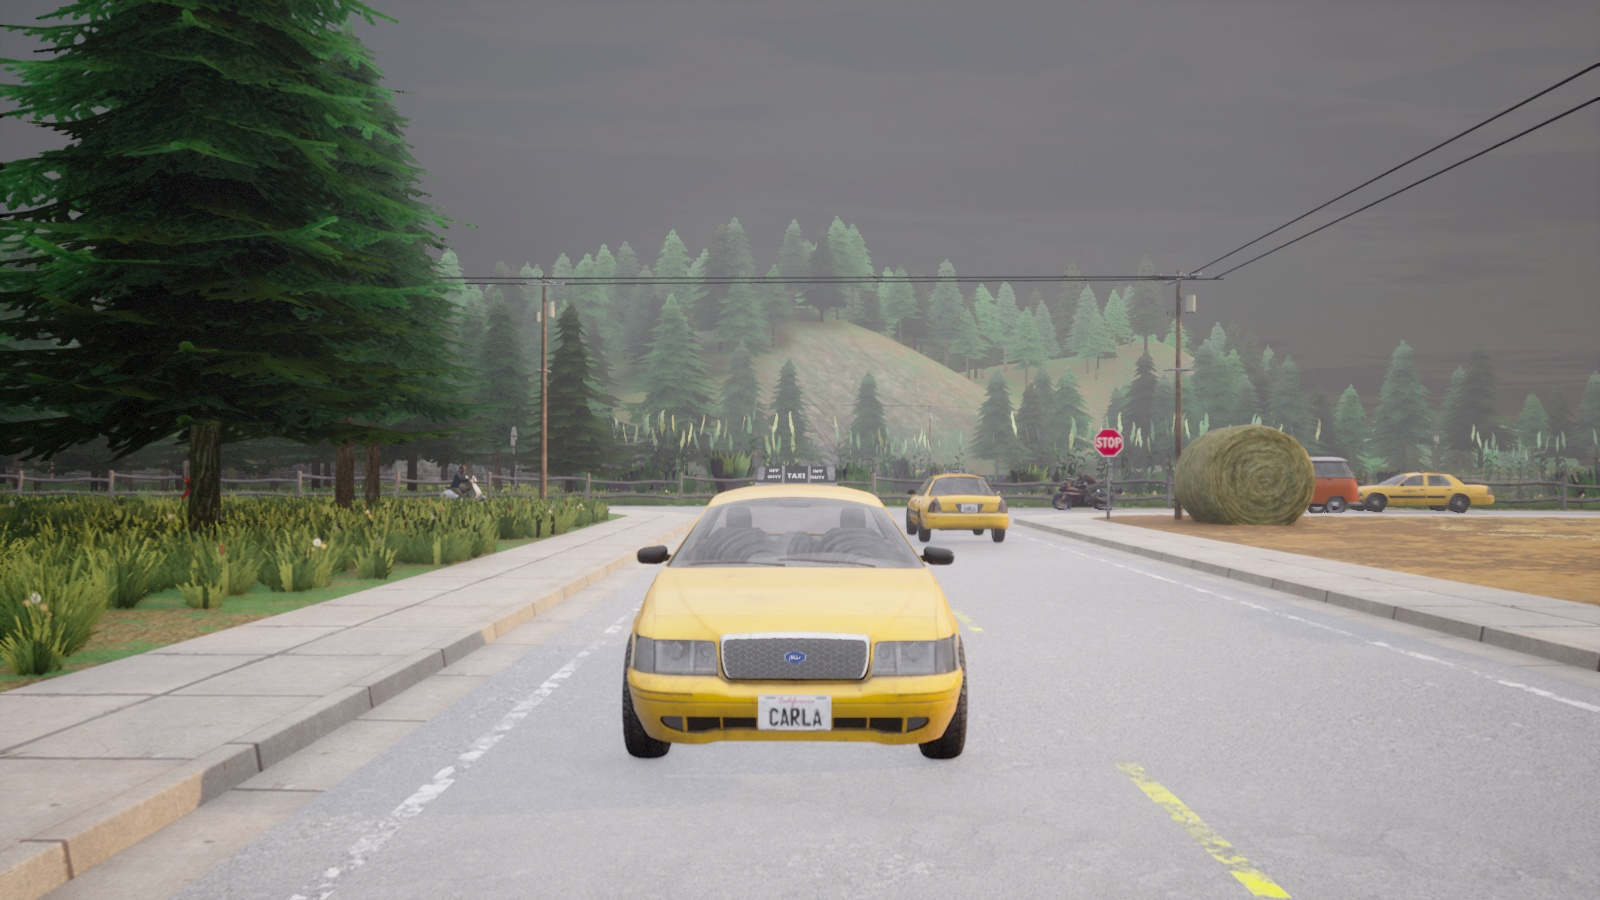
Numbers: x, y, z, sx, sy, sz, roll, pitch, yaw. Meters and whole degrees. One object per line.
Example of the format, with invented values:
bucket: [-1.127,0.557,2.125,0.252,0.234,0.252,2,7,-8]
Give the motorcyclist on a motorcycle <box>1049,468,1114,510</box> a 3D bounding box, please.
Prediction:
motorcyclist on a motorcycle: [10.377,1.442,46.358,2.191,1.530,0.866,0,-1,3]

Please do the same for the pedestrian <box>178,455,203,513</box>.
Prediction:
pedestrian: [-19.585,1.100,40.352,0.614,1.847,0.353,0,-1,10]

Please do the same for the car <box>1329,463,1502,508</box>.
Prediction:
car: [22.392,1.289,45.809,5.366,1.575,1.801,0,-1,3]

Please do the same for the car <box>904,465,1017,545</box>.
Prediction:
car: [3.429,1.140,27.810,1.801,1.575,5.366,0,-1,0]

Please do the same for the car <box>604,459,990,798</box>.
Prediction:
car: [-0.022,0.874,8.566,1.801,1.575,5.366,0,-1,0]

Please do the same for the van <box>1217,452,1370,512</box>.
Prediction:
van: [16.658,1.079,42.538,4.442,1.987,1.775,0,-1,1]

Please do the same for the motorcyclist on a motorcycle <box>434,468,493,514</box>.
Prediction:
motorcyclist on a motorcycle: [-11.753,1.413,43.875,1.817,1.590,0.866,0,-1,3]
